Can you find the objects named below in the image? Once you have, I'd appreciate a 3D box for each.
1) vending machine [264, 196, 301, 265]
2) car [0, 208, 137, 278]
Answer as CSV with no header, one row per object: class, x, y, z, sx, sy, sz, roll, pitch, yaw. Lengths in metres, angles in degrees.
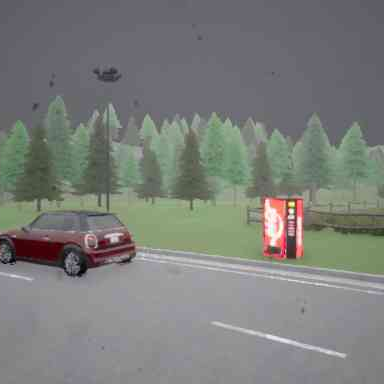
vending machine,2.997,1.195,10.949,0.880,2.100,1.100,0,0,33
car,-3.987,1.351,10.334,4.553,1.767,2.097,0,0,30
